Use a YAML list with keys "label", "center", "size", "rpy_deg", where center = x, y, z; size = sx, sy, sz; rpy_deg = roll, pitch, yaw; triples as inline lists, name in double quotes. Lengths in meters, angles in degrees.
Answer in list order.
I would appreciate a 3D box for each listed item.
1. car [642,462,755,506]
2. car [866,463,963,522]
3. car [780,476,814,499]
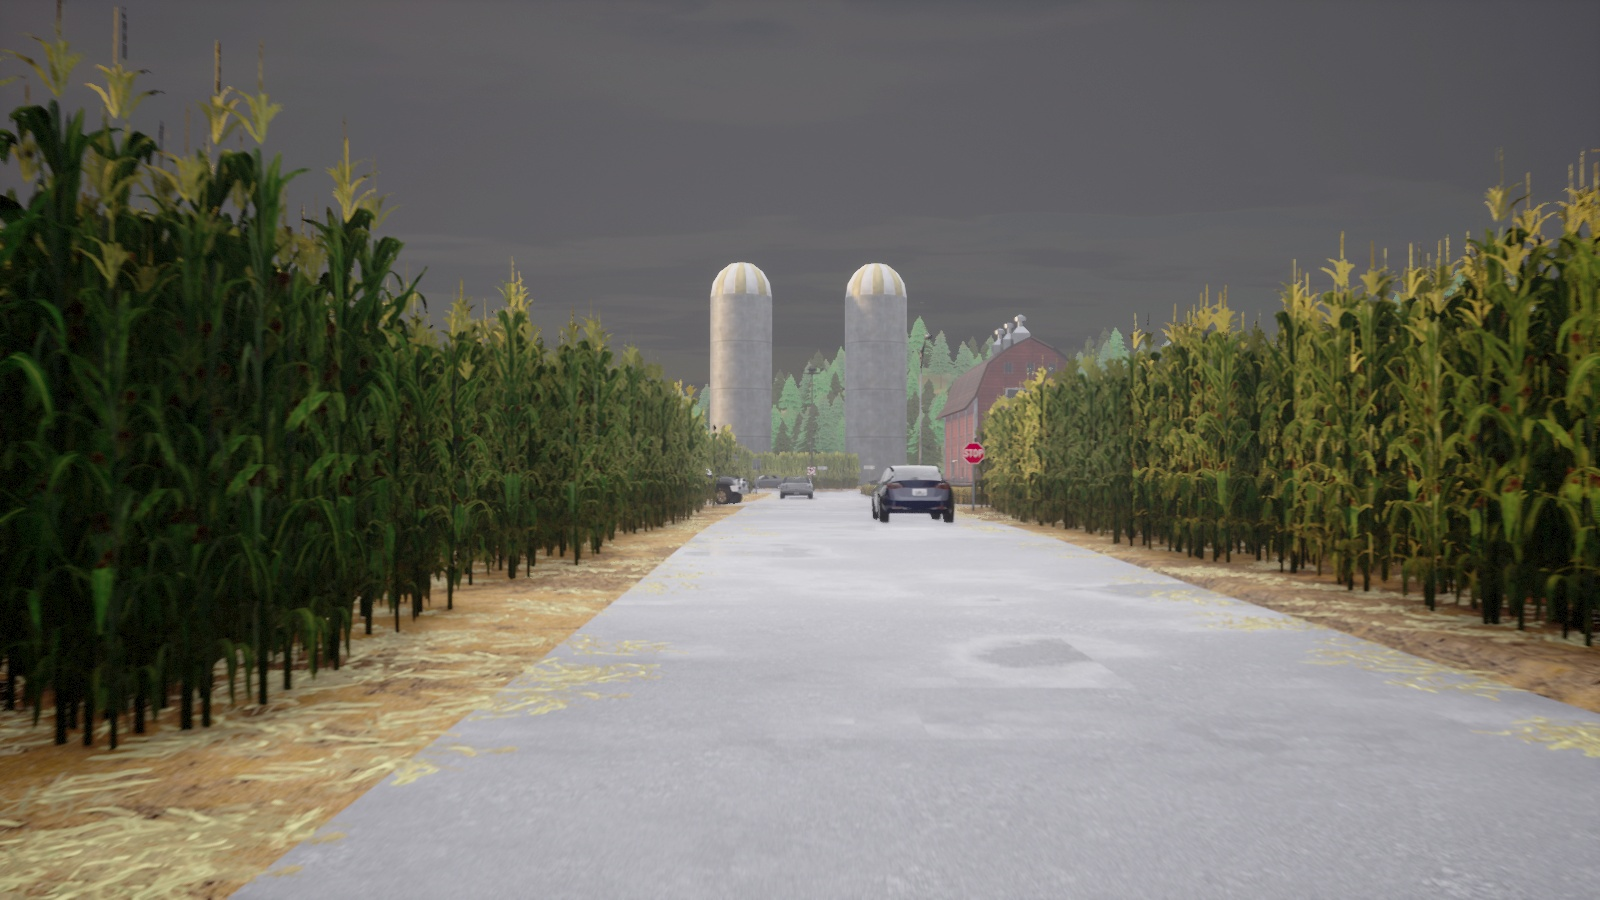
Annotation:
- label: "car"
  center: [-4.438, 1.498, 55.139]
  size: [4.605, 1.855, 1.932]
  rpy_deg: [0, -2, 14]
- label: "car"
  center: [3.016, 1.146, 34.134]
  size: [2.163, 1.488, 4.792]
  rpy_deg: [0, -2, 0]
- label: "car"
  center: [-0.177, 2.175, 72.965]
  size: [1.895, 1.301, 4.718]
  rpy_deg: [0, -2, 0]
